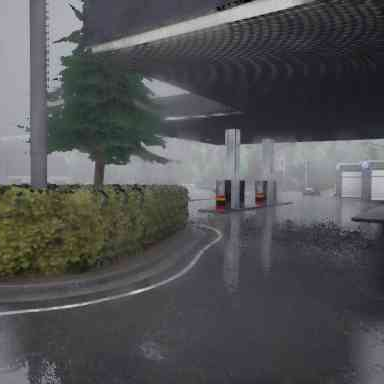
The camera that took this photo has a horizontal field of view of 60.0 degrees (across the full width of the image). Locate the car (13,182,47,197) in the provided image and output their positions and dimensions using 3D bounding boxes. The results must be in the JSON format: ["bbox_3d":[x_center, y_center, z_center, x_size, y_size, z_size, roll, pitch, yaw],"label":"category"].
[{"bbox_3d":[-20.717,-0.360,42.519,4.605,1.855,1.932,2,2,36],"label":"car"}]

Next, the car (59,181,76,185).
[{"bbox_3d":[-25.349,-1.182,65.626,3.866,1.878,1.905,2,2,36],"label":"car"}]

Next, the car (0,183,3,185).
[{"bbox_3d":[-32.899,-0.830,55.303,5.027,1.636,2.152,2,2,36],"label":"car"}]

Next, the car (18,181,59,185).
[{"bbox_3d":[-16.305,-0.102,35.227,3.866,1.878,1.905,2,2,36],"label":"car"}]

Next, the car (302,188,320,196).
[{"bbox_3d":[20.162,-0.030,56.151,1.812,1.442,4.674,2,2,36],"label":"car"}]

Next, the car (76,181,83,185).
[{"bbox_3d":[-23.967,-1.235,68.215,4.605,1.855,1.932,2,2,36],"label":"car"}]

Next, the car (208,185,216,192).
[{"bbox_3d":[6.322,-0.644,65.236,5.027,1.636,2.152,2,2,36],"label":"car"}]

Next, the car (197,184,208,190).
[{"bbox_3d":[3.573,-1.382,92.824,4.902,1.511,2.128,2,2,36],"label":"car"}]
